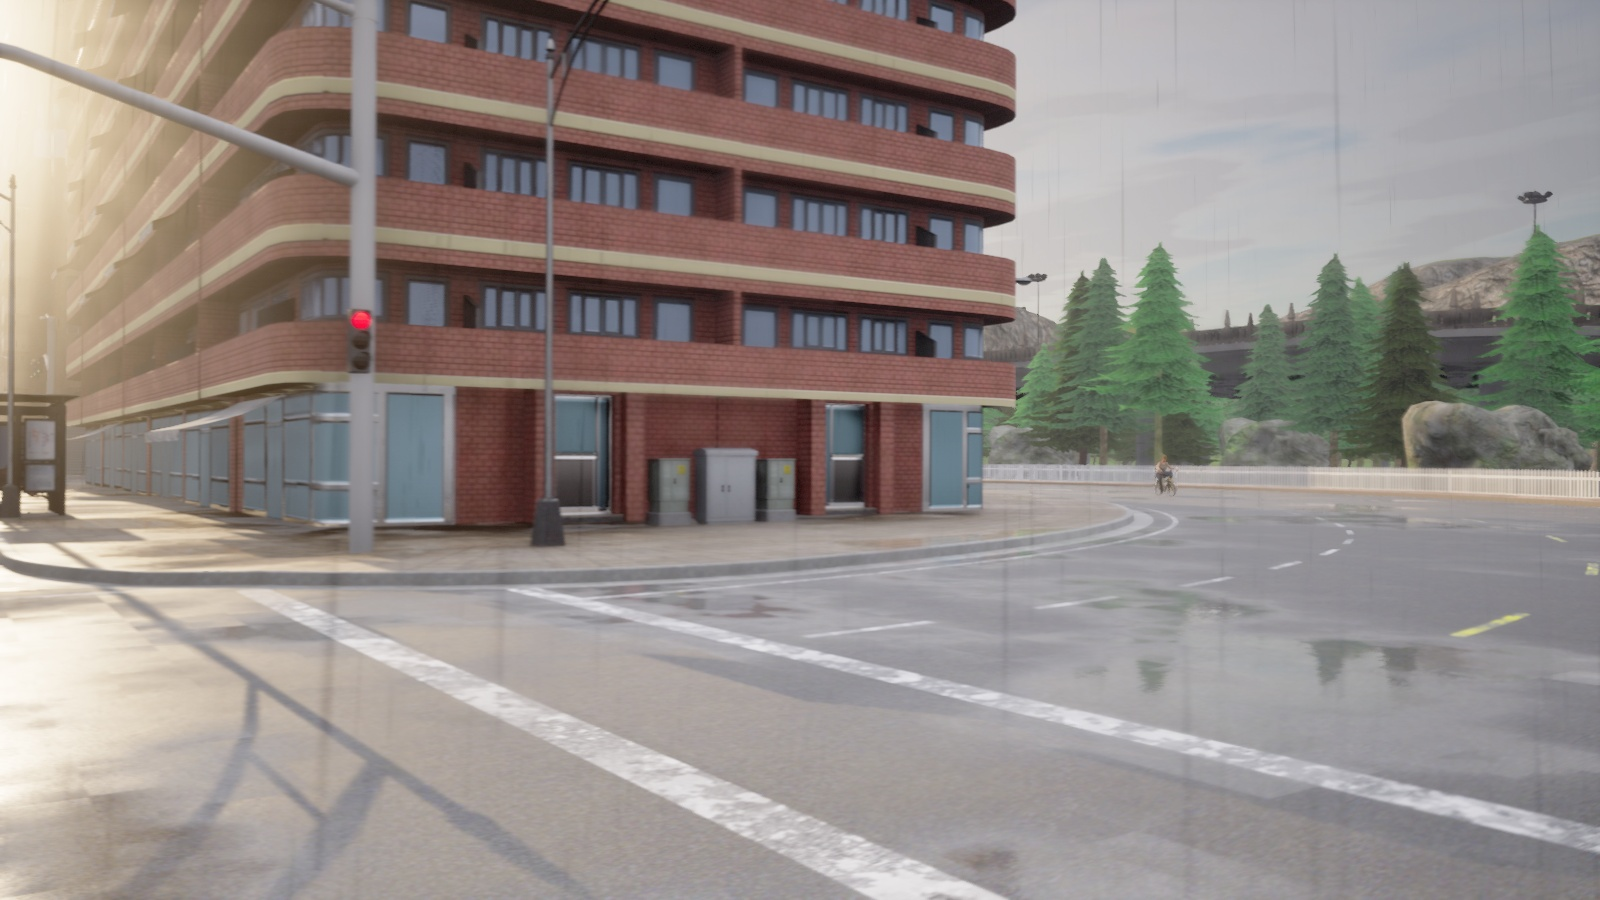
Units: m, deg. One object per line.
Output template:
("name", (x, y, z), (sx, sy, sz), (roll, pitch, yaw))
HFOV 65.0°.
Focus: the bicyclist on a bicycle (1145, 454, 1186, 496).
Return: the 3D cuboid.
("bicyclist on a bicycle", (14.097, 0.947, 48.422), (0.866, 1.612, 1.509), (0, 0, -14))
